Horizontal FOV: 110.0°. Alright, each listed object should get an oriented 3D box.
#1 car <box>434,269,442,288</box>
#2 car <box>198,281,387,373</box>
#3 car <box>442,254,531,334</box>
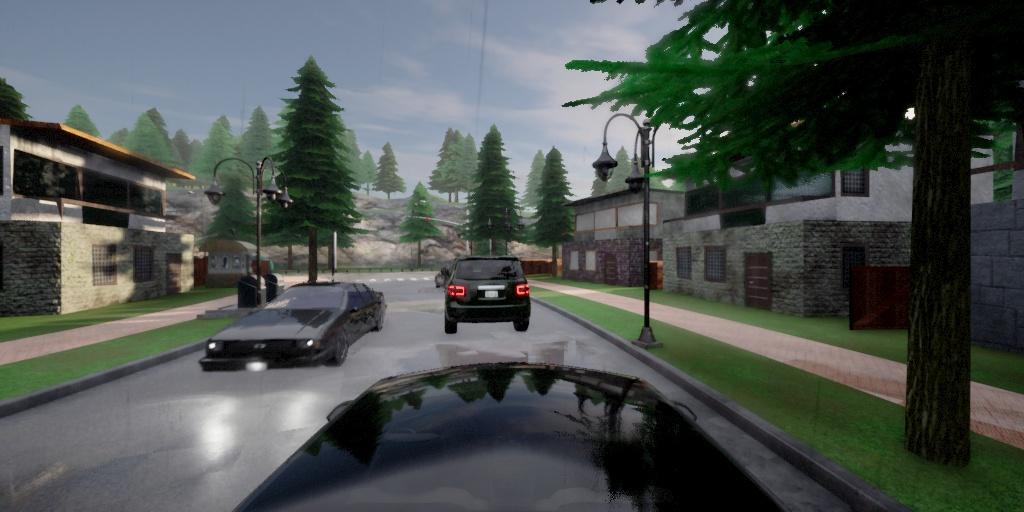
[{"bbox_3d":[-3.323,1.297,21.098,2.033,1.411,5.357,0,0,-21],"label":"car"},{"bbox_3d":[-4.203,1.297,8.077,2.033,1.411,5.357,0,0,-7],"label":"car"},{"bbox_3d":[-0.937,0.971,10.895,2.150,2.045,5.566,0,0,-10],"label":"car"}]
